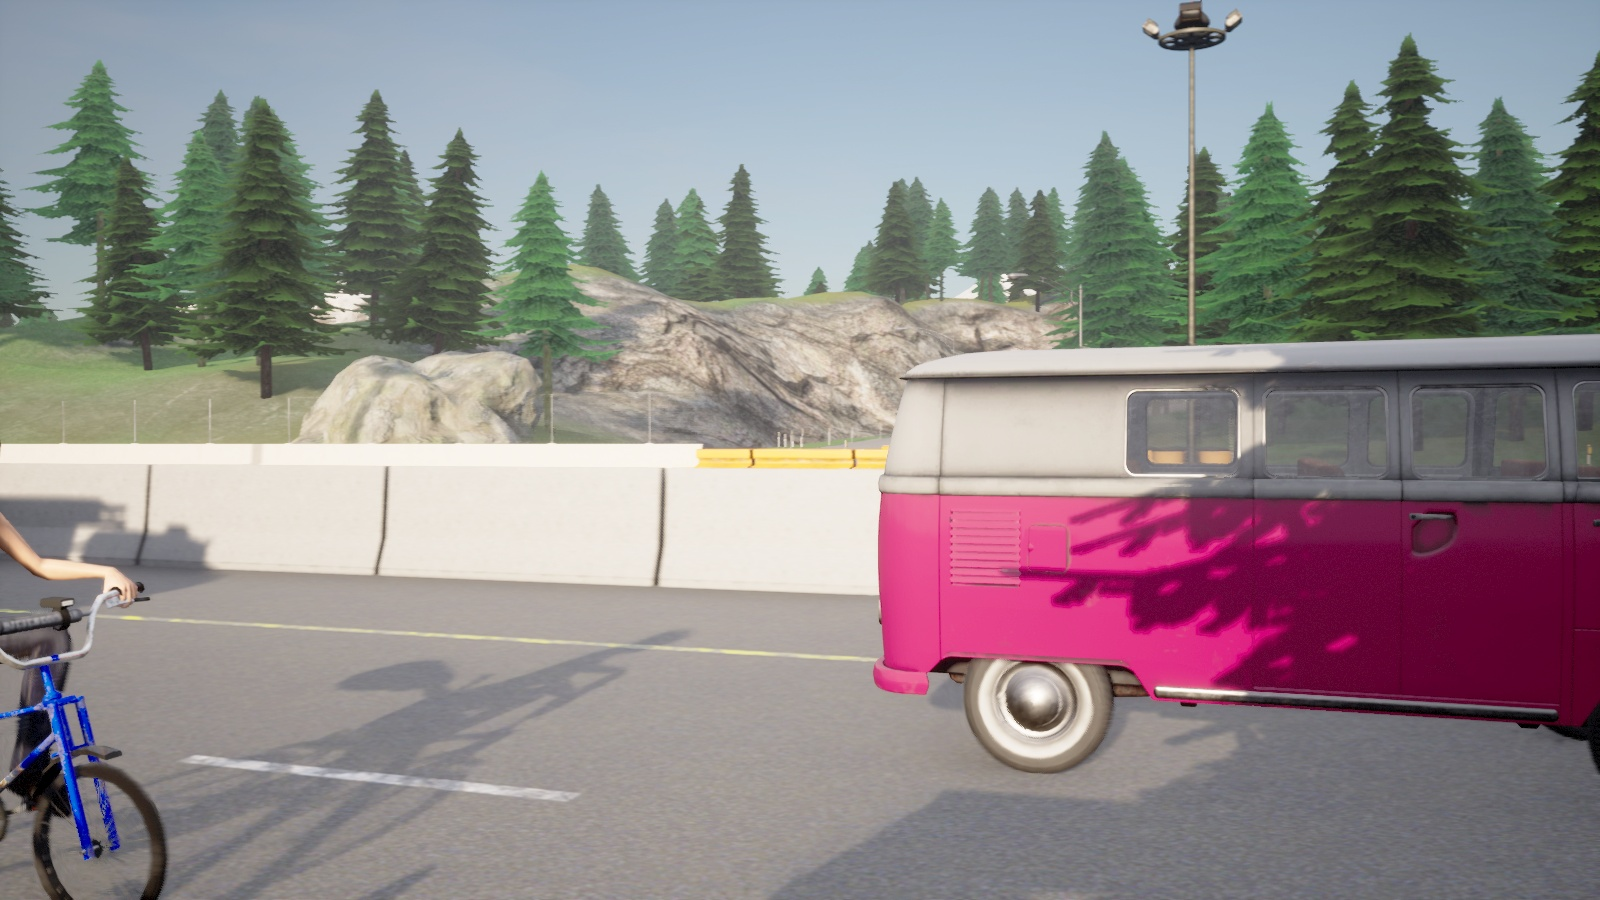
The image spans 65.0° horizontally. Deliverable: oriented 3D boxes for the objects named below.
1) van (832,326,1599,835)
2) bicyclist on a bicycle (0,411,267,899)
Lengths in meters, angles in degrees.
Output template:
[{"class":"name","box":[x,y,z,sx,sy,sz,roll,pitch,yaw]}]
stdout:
[{"class":"van","box":[2.544,0.492,6.026,4.442,1.987,1.775,1,1,19]},{"class":"bicyclist on a bicycle","box":[-2.664,0.687,4.094,1.509,1.612,0.866,1,1,19]}]
